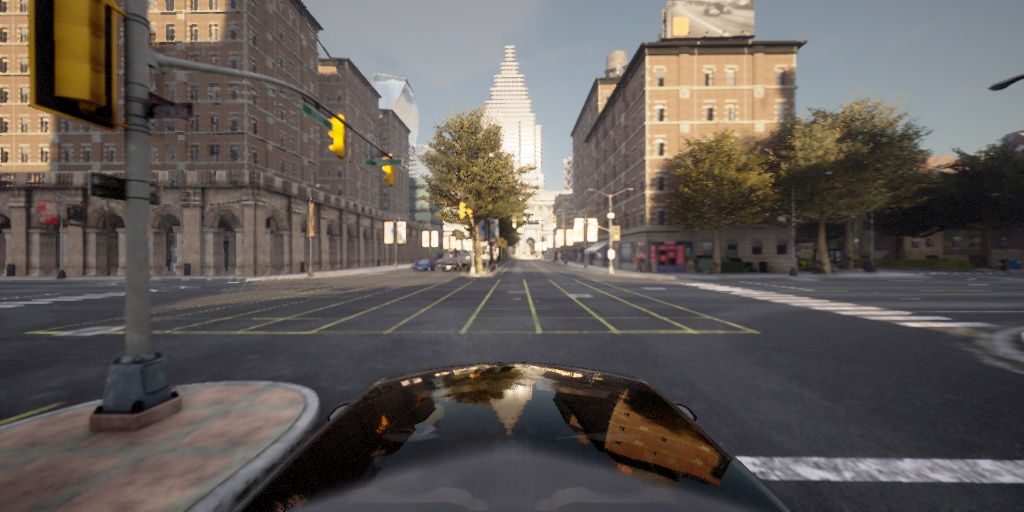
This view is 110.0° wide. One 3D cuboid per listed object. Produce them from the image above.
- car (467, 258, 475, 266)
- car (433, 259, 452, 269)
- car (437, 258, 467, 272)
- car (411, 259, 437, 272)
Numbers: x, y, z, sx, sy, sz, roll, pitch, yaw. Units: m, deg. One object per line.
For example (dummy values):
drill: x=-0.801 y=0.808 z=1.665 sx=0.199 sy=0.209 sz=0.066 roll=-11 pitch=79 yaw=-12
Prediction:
car: x=-7.146 y=1.247 z=53.718 sx=1.895 sy=1.301 sz=4.718 roll=0 pitch=0 yaw=1
car: x=-10.605 y=1.163 z=55.051 sx=1.837 sy=1.490 sz=4.892 roll=0 pitch=0 yaw=1
car: x=-7.361 y=1.163 z=44.390 sx=2.128 sy=1.511 sz=4.902 roll=0 pitch=0 yaw=1
car: x=-10.850 y=1.164 z=44.860 sx=1.882 sy=1.535 sz=5.008 roll=0 pitch=0 yaw=1
